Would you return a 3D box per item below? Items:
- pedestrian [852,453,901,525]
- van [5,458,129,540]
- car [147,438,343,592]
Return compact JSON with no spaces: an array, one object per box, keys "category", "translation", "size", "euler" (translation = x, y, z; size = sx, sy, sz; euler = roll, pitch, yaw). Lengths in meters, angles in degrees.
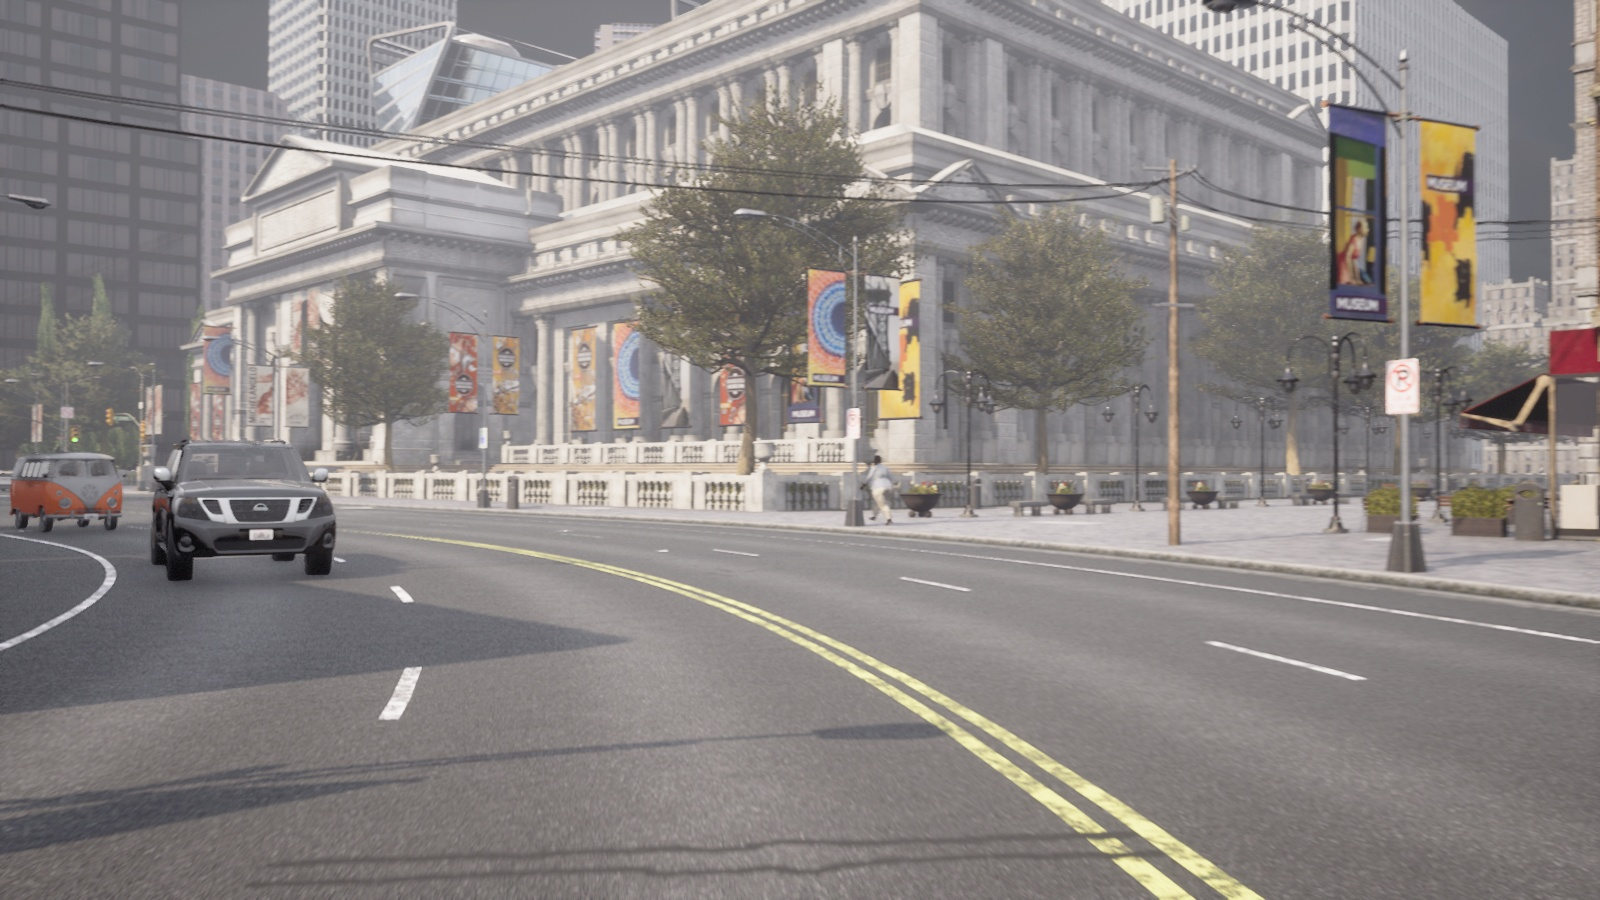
[{"category":"pedestrian","translation":[1.997,1.014,32.854],"size":[0.874,1.855,0.900],"euler":[1,-1,-40]},{"category":"van","translation":[-18.959,1.219,32.415],"size":[1.775,1.987,4.442],"euler":[1,-1,-44]},{"category":"car","translation":[-8.805,0.913,19.614],"size":[2.150,2.045,5.566],"euler":[0,-1,-31]}]
